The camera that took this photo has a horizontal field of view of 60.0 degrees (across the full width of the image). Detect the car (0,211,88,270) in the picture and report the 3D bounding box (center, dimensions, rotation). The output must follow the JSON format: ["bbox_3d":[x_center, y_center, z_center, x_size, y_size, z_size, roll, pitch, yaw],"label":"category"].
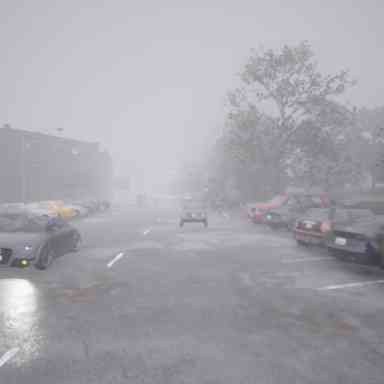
[{"bbox_3d":[-5.095,1.523,10.685,1.994,1.385,4.181,0,0,0],"label":"car"}]

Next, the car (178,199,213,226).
[{"bbox_3d":[0.105,1.472,22.925,2.033,1.411,5.357,0,0,0],"label":"car"}]

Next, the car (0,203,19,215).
[{"bbox_3d":[-11.386,1.459,16.155,4.792,1.488,2.163,-1,0,-20],"label":"car"}]

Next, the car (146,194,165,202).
[{"bbox_3d":[-9.251,1.437,82.165,2.150,2.045,5.566,-1,-1,-26],"label":"car"}]

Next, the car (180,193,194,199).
[{"bbox_3d":[-0.641,1.404,60.413,2.097,1.535,5.008,0,-1,-1],"label":"car"}]

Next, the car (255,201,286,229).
[{"bbox_3d":[6.427,1.450,19.104,4.792,1.488,2.163,1,0,-20],"label":"car"}]

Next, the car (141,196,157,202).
[{"bbox_3d":[-11.928,1.841,92.188,2.097,1.535,5.008,-1,0,-41],"label":"car"}]

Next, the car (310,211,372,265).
[{"bbox_3d":[6.427,1.476,10.269,4.792,1.488,2.163,1,0,-20],"label":"car"}]

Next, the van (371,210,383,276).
[{"bbox_3d":[6.507,1.231,7.359,4.442,1.987,1.878,1,0,-20],"label":"van"}]

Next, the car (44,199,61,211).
[{"bbox_3d":[-11.414,1.454,22.011,4.674,1.452,2.002,-1,0,-20],"label":"car"}]

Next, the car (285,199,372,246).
[{"bbox_3d":[6.374,1.311,13.192,4.553,1.767,2.185,1,0,-20],"label":"car"}]

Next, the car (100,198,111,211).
[{"bbox_3d":[-11.406,1.374,36.676,4.892,1.521,2.231,-1,0,-20],"label":"car"}]

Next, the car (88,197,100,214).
[{"bbox_3d":[-11.417,1.391,30.813,4.892,1.521,2.231,-1,0,-20],"label":"car"}]

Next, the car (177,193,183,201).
[{"bbox_3d":[-1.001,1.206,66.399,2.435,2.045,5.566,0,-1,-7],"label":"car"}]

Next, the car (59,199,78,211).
[{"bbox_3d":[-11.583,1.405,24.876,5.366,1.575,1.946,-1,0,-20],"label":"car"}]

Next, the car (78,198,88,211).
[{"bbox_3d":[-11.413,1.437,27.880,4.674,1.452,2.002,-1,0,-20],"label":"car"}]

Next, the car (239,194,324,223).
[{"bbox_3d":[6.380,1.161,22.021,5.566,2.045,2.435,1,0,-20],"label":"car"}]

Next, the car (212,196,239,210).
[{"bbox_3d":[4.496,1.286,40.913,4.902,1.511,2.128,-2,0,-41],"label":"car"}]

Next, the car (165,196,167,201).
[{"bbox_3d":[-8.410,1.719,87.732,2.231,1.521,4.892,-1,-1,-35],"label":"car"}]

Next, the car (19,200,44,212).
[{"bbox_3d":[-11.423,1.423,19.081,4.892,1.521,2.231,-1,0,-20],"label":"car"}]

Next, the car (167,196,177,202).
[{"bbox_3d":[-3.453,1.594,77.561,2.231,1.521,4.892,0,0,-18],"label":"car"}]
